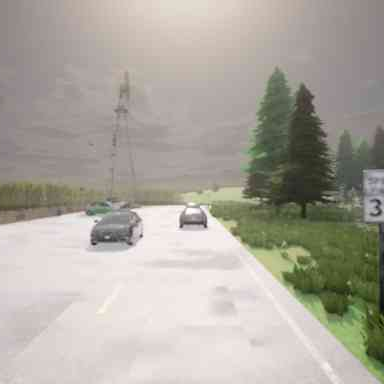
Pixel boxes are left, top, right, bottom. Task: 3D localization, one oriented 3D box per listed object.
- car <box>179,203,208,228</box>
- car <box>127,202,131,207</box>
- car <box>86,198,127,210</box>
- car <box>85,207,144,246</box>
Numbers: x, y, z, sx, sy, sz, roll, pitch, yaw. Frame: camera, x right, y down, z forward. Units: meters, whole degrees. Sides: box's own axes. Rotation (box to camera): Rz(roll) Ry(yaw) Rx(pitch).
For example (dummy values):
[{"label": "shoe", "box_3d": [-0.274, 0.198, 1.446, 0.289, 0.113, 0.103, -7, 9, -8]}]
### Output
[{"label": "car", "box_3d": [0.098, 1.778, 24.349, 1.994, 1.385, 4.181, 0, -1, 0]}, {"label": "car", "box_3d": [-11.903, 1.826, 53.273, 3.866, 1.878, 1.905, 0, -1, -31]}, {"label": "car", "box_3d": [-9.546, 1.804, 36.427, 3.988, 1.617, 1.851, 0, -1, -1]}, {"label": "car", "box_3d": [-3.502, 1.667, 16.205, 1.837, 1.490, 4.892, 0, -1, 0]}]
